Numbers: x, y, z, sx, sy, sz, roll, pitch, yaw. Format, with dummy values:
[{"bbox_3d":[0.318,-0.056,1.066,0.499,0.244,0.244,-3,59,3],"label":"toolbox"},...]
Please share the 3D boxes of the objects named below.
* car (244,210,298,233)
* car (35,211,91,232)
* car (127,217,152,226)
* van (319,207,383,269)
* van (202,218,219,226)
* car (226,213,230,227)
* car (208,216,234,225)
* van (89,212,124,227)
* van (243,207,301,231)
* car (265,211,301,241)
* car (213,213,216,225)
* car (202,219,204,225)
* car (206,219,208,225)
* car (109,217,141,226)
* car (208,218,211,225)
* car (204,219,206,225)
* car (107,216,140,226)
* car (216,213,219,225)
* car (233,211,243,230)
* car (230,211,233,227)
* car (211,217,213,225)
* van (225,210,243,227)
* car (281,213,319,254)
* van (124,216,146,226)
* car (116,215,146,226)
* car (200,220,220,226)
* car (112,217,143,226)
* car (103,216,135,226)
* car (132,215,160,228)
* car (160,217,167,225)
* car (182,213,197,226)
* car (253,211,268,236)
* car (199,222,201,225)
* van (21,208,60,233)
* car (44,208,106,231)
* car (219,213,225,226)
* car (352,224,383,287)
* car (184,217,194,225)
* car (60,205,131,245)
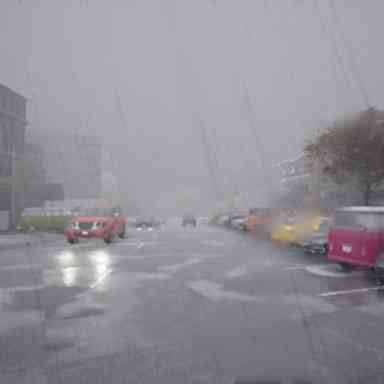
[{"bbox_3d":[6.353,2.169,22.015,5.008,1.535,2.097,2,-4,-20],"label":"car"},{"bbox_3d":[-11.562,2.602,30.010,4.553,1.767,2.185,1,-5,-20],"label":"car"},{"bbox_3d":[-12.285,6.834,77.710,5.566,2.045,2.435,1,-6,-21],"label":"car"},{"bbox_3d":[6.512,1.443,10.374,4.442,1.987,1.878,2,-2,-20],"label":"van"},{"bbox_3d":[5.244,8.615,95.113,4.442,1.987,1.878,3,-7,-21],"label":"van"},{"bbox_3d":[6.254,3.017,33.707,4.674,1.452,2.002,2,-5,-20],"label":"car"},{"bbox_3d":[5.767,5.681,65.864,4.553,1.767,2.185,3,-7,-21],"label":"car"},{"bbox_3d":[-11.586,3.698,44.993,4.442,1.987,1.878,1,-5,-21],"label":"van"},{"bbox_3d":[6.438,2.125,24.996,4.442,1.987,1.878,2,-4,-20],"label":"van"},{"bbox_3d":[6.550,1.879,16.241,5.366,1.575,1.946,2,-3,-20],"label":"car"},{"bbox_3d":[6.073,4.176,48.330,4.892,1.521,2.231,3,-6,-21],"label":"car"},{"bbox_3d":[5.616,6.700,74.612,5.008,1.535,2.097,3,-7,-21],"label":"car"},{"bbox_3d":[5.842,5.519,62.936,5.008,1.535,2.097,3,-6,-21],"label":"car"},{"bbox_3d":[-12.085,5.264,59.761,5.366,1.575,1.946,1,-6,-21],"label":"car"},{"bbox_3d":[6.023,4.447,54.214,5.566,2.045,2.435,3,-6,-21],"label":"car"},{"bbox_3d":[5.653,6.272,71.699,4.553,1.767,2.185,3,-7,-21],"label":"car"},{"bbox_3d":[-11.692,4.988,56.916,5.366,1.575,1.946,1,-6,-21],"label":"car"},{"bbox_3d":[6.089,3.796,45.413,4.553,1.767,2.185,3,-5,-21],"label":"car"},{"bbox_3d":[6.276,2.570,27.851,4.792,1.488,2.163,2,-4,-20],"label":"car"},{"bbox_3d":[6.282,2.795,30.777,4.674,1.452,2.002,2,-4,-20],"label":"car"},{"bbox_3d":[6.032,4.431,51.257,4.892,1.521,2.231,3,-6,-21],"label":"car"},{"bbox_3d":[6.331,2.985,36.696,4.442,1.987,1.878,2,-5,-20],"label":"van"},{"bbox_3d":[6.398,1.763,13.249,4.892,1.521,2.231,2,-2,-20],"label":"car"},{"bbox_3d":[-12.246,6.234,71.717,4.442,1.987,1.878,1,-6,-21],"label":"van"},{"bbox_3d":[-12.047,5.603,65.794,5.566,2.045,2.435,1,-6,-21],"label":"car"},{"bbox_3d":[5.036,8.517,92.059,5.366,1.575,1.946,3,-6,-21],"label":"car"},{"bbox_3d":[-12.139,5.552,62.739,5.366,1.575,1.946,1,-6,-21],"label":"car"},{"bbox_3d":[-11.790,4.744,53.881,4.792,1.488,2.163,1,-6,-21],"label":"car"},{"bbox_3d":[-5.317,3.482,39.085,2.033,1.411,5.357,0,-5,-1],"label":"car"},{"bbox_3d":[-5.498,5.216,58.822,1.837,1.490,4.892,0,-6,-1],"label":"car"},{"bbox_3d":[-0.425,4.467,54.359,2.150,2.045,5.566,0,-5,-1],"label":"car"},{"bbox_3d":[6.370,2.014,19.092,4.892,1.521,2.231,2,-3,-20],"label":"car"},{"bbox_3d":[5.292,8.224,89.207,5.008,1.535,2.097,3,-6,-21],"label":"car"},{"bbox_3d":[-11.395,2.288,27.084,4.442,1.987,1.878,1,-4,-20],"label":"van"},{"bbox_3d":[-11.539,2.706,33.032,5.566,2.045,2.435,1,-5,-21],"label":"car"},{"bbox_3d":[6.195,3.438,39.562,5.008,1.535,2.097,3,-5,-20],"label":"car"},{"bbox_3d":[6.400,1.590,7.405,4.892,1.521,2.231,1,-2,-20],"label":"car"},{"bbox_3d":[-0.601,5.742,64.733,1.837,1.490,4.892,0,-6,-1],"label":"car"},{"bbox_3d":[-5.156,1.740,18.752,2.150,2.045,5.566,0,-3,0],"label":"car"}]
